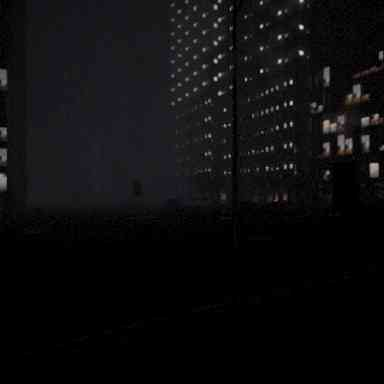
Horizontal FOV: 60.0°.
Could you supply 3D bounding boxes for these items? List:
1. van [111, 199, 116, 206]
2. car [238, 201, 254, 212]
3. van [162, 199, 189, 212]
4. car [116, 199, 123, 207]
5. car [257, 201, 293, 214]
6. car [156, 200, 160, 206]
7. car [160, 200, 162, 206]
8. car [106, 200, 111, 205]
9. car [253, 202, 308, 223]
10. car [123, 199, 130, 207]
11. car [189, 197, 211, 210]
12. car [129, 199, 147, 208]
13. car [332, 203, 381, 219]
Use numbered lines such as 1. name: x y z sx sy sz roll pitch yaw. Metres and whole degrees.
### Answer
1. van: -16.950 2.407 77.430 1.690 1.788 3.998 -1 0 -26
2. car: 7.589 1.935 45.518 1.947 1.339 4.313 -1 0 -26
3. van: -2.402 1.823 46.982 1.690 1.788 3.998 -1 0 -26
4. car: -14.520 2.511 72.354 1.887 1.381 4.507 -1 0 -26
5. car: 10.014 1.842 40.443 1.947 1.339 4.313 -1 0 -26
6. car: -6.958 2.530 75.967 1.802 1.307 4.206 -1 0 -26
7. car: -3.940 2.211 63.433 1.882 1.535 5.008 0 -1 -26
8. car: -21.794 2.810 87.578 1.887 1.381 4.507 -1 0 -26
9. car: 7.302 1.661 26.679 2.008 1.369 4.403 -1 0 -26
10. car: -12.023 2.390 67.126 1.752 1.417 4.829 -1 0 -26
11. car: 1.086 1.757 52.960 2.150 2.045 5.566 0 -1 -24
12. car: -9.671 2.320 62.204 2.008 1.369 4.403 -1 0 -26
13. car: 14.863 1.643 30.293 2.008 1.369 4.403 -1 0 -26
